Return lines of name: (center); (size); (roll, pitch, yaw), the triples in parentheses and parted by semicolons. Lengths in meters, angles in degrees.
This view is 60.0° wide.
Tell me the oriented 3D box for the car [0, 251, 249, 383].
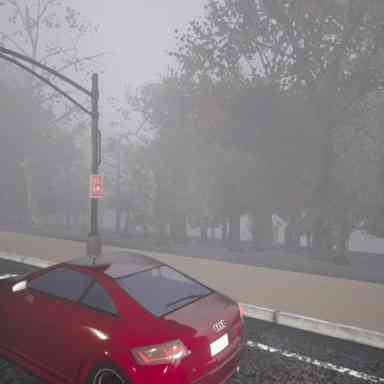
car: (-1.347, 1.563, 4.641); (4.181, 1.385, 1.994); (0, 0, 35)
